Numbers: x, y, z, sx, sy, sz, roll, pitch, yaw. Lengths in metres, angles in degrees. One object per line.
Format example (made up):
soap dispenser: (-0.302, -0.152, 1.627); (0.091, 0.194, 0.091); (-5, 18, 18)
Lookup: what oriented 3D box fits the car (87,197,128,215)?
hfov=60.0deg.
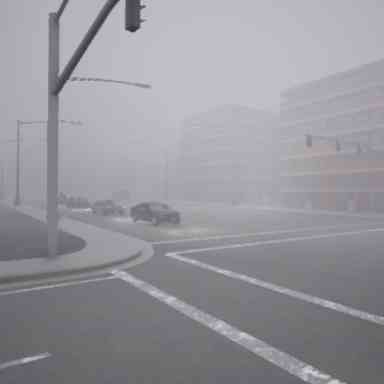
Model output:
car: (-7.918, 1.437, 31.287); (1.895, 1.301, 4.718); (1, 1, -34)

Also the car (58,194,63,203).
car: (-19.299, 0.975, 48.038); (2.128, 1.511, 4.902); (1, 1, -34)

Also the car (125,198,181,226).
car: (-2.633, 1.449, 23.584); (1.882, 1.535, 5.008); (1, 0, -35)

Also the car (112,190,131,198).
car: (-13.808, 0.663, 64.944); (2.150, 2.045, 5.566); (1, 0, -34)

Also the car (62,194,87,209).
car: (-13.558, 1.226, 39.564); (1.994, 1.385, 4.181); (1, 1, -34)
